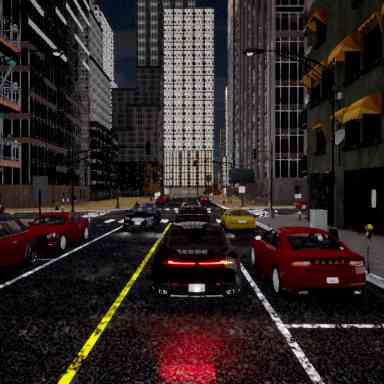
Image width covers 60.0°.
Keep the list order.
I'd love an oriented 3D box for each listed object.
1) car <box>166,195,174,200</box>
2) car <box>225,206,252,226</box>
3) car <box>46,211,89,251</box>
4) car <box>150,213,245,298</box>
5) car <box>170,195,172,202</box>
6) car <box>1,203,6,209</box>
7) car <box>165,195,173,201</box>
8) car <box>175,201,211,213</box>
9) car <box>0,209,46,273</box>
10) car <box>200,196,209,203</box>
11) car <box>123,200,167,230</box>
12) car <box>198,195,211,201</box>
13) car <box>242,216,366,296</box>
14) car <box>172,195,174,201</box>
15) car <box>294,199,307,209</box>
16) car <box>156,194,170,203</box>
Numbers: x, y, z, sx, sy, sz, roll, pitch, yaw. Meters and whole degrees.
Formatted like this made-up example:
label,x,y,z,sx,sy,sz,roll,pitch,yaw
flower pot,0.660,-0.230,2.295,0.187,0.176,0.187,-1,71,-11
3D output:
label,x,y,z,sx,sy,sz,roll,pitch,yaw
car,-5.862,1.542,90.904,1.887,1.381,4.507,-1,0,0
car,2.646,1.522,19.765,1.752,1.417,4.829,-1,0,0
car,-5.724,1.543,14.071,1.887,1.381,4.507,-1,0,0
car,0.083,1.503,8.478,1.837,1.490,4.892,0,0,0
car,-5.824,1.311,68.667,2.192,1.841,5.009,-1,0,0
car,-23.916,1.745,38.348,4.097,1.590,1.967,-1,1,-1
car,-5.852,1.523,85.175,1.752,1.417,4.829,-1,0,0
car,0.063,1.475,18.751,1.882,1.535,5.008,0,0,0
car,-5.715,1.439,8.547,1.967,1.590,4.097,-1,0,0
car,2.558,1.521,68.851,1.752,1.417,4.829,-1,0,0
car,-3.040,1.492,21.066,2.128,1.511,4.902,0,0,0
car,2.567,1.436,63.121,1.967,1.590,4.097,-1,0,0
car,2.667,1.543,8.548,1.887,1.381,4.507,-1,0,0
car,-5.834,1.312,74.227,2.192,1.841,5.009,-1,0,0
car,14.182,1.255,38.741,4.507,1.381,1.887,-1,1,-1
car,-5.812,1.541,63.107,1.887,1.381,4.507,-1,0,0
